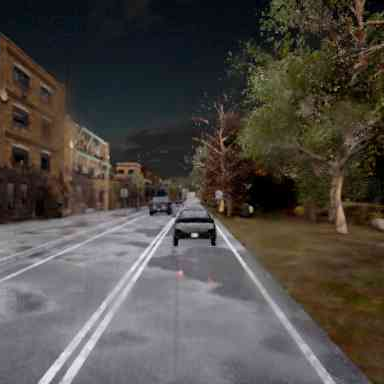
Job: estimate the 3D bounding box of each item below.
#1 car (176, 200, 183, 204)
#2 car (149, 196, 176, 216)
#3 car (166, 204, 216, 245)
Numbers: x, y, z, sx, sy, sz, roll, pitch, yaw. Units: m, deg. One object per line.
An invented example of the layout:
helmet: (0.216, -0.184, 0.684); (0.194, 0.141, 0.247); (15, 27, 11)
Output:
car: (-2.974, 2.494, 77.046); (1.895, 1.301, 4.718); (0, -1, 0)
car: (-3.279, 1.453, 35.934); (2.150, 2.045, 5.566); (0, -1, 0)
car: (0.112, 1.531, 15.761); (2.128, 1.511, 4.902); (0, 0, 0)
